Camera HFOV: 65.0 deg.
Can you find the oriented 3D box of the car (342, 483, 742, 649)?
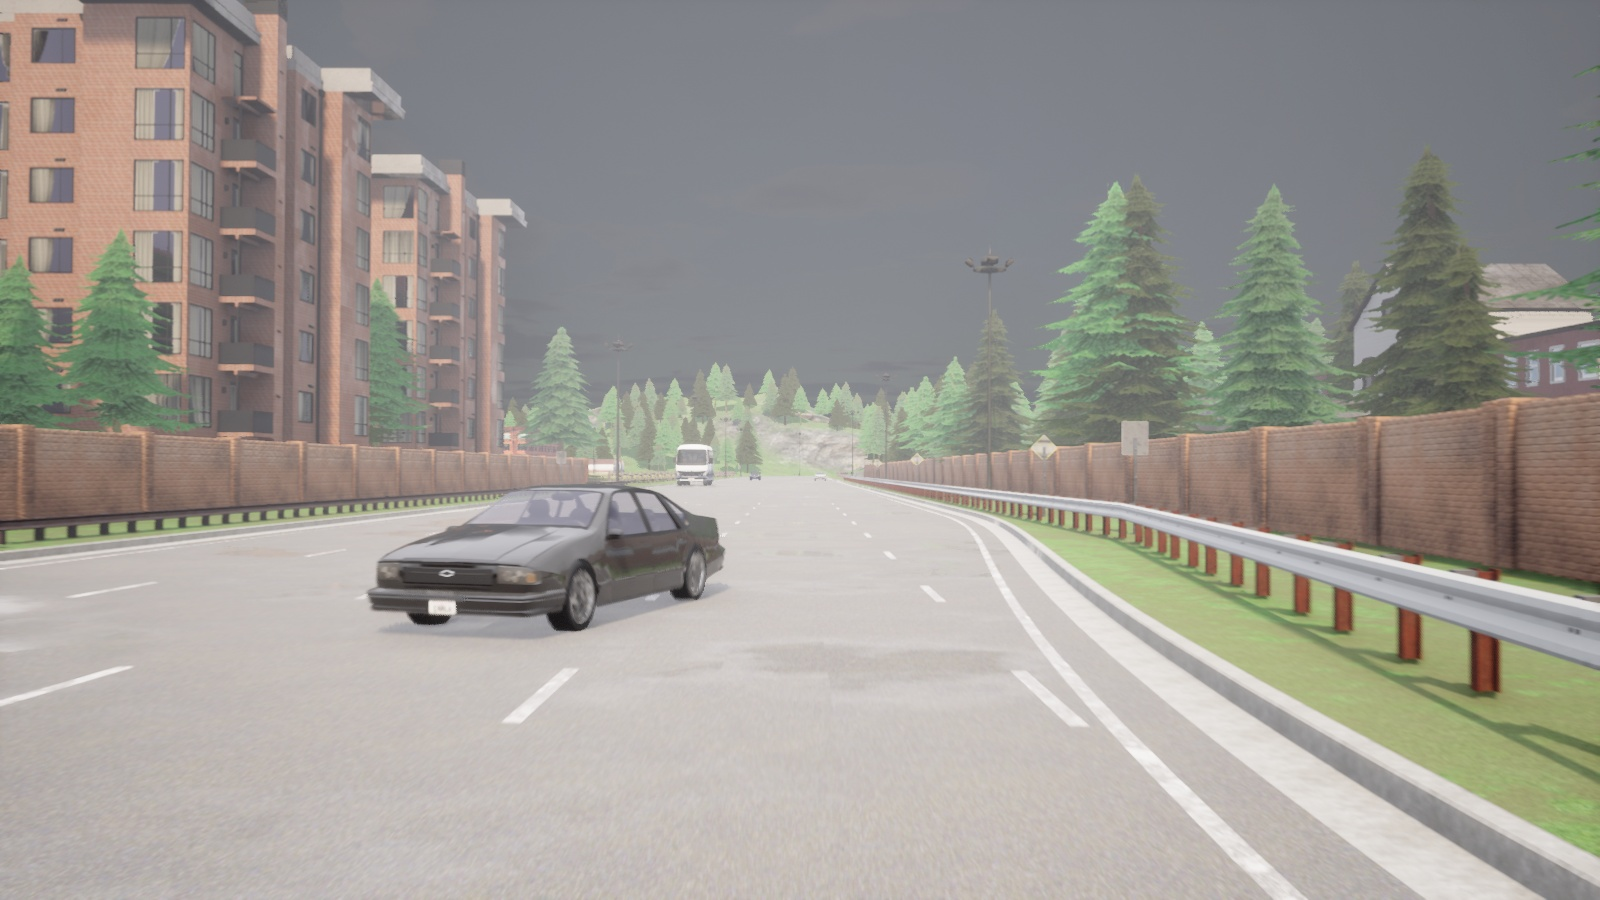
[{"bbox_3d":[-2.510,1.104,13.965,2.033,1.411,5.357,-1,-1,17],"label":"car"}]
